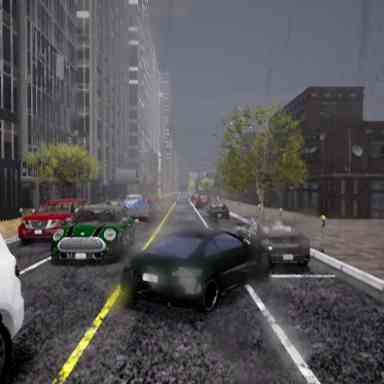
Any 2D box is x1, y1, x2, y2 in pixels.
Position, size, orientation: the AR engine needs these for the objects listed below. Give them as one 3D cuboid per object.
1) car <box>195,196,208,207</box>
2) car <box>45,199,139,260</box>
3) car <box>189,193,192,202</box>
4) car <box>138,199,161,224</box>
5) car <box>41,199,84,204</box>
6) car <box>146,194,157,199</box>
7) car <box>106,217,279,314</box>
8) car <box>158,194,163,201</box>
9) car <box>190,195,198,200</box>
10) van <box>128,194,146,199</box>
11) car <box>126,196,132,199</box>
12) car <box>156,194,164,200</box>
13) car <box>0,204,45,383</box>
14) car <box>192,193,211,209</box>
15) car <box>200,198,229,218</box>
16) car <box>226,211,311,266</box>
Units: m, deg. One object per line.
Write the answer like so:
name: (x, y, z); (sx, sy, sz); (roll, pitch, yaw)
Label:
car: (1.373, 1.398, 50.084); (1.752, 1.417, 4.829); (-1, 0, -2)
car: (-3.395, 1.321, 12.187); (2.097, 1.767, 4.553); (0, 0, -2)
car: (0.781, 1.130, 72.045); (2.192, 1.841, 5.009); (-1, 0, -2)
car: (-3.714, 1.485, 24.581); (2.033, 1.411, 5.357); (0, 0, -1)
car: (-6.198, 1.275, 15.773); (2.192, 1.841, 5.009); (-1, 0, -2)
car: (-7.003, 1.188, 49.700); (2.192, 1.841, 5.009); (-1, 0, -2)
car: (0.315, 1.539, 7.768); (1.994, 1.385, 4.181); (0, 0, 32)
car: (-7.445, 1.374, 66.299); (1.887, 1.381, 4.507); (-1, 0, -2)
car: (0.489, 1.352, 83.110); (1.947, 1.339, 4.313); (-1, 0, -2)
van: (-6.707, 1.242, 38.634); (1.690, 1.788, 3.998); (-1, 0, -2)
car: (-6.402, 1.372, 26.841); (1.967, 1.590, 4.097); (-1, 0, -2)
car: (-7.885, 1.312, 82.727); (1.752, 1.417, 4.829); (-1, 0, -2)
car: (-3.121, 1.218, 1.909); (2.150, 2.045, 5.566); (0, 0, -1)
car: (1.522, 1.202, 44.381); (2.192, 1.841, 5.009); (-1, 0, -2)
car: (2.001, 1.482, 27.050); (2.008, 1.369, 4.403); (-1, 0, -2)
car: (2.543, 1.522, 11.191); (2.008, 1.369, 4.403); (-1, 0, -2)
